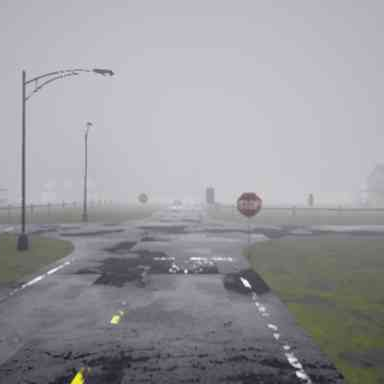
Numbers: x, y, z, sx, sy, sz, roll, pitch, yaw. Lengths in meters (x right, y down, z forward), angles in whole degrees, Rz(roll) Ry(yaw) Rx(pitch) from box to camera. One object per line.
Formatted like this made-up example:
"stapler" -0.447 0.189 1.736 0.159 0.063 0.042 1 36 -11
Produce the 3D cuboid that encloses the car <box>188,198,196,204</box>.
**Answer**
"car" 0.012 2.084 78.511 1.994 1.385 4.181 0 0 0

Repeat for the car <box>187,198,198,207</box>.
"car" 0.015 2.094 63.203 1.812 1.442 4.674 0 0 0

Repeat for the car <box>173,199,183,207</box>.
"car" -2.755 2.136 65.645 2.033 1.411 5.357 0 0 0
